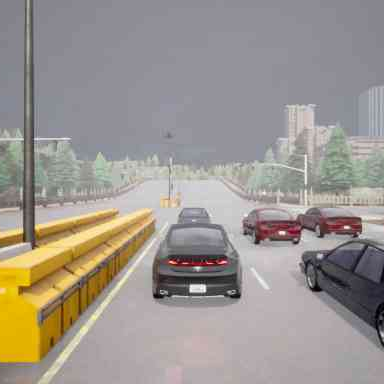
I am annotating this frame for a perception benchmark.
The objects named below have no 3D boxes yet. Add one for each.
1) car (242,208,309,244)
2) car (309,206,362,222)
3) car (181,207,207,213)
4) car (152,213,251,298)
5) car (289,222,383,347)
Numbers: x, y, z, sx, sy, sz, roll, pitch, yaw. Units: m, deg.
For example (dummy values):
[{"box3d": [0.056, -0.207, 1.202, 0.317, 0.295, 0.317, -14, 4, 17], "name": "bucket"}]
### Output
[{"box3d": [3.598, 1.478, 15.729, 1.882, 1.535, 5.008, 0, 0, 0], "name": "car"}, {"box3d": [7.097, 1.478, 17.716, 1.882, 1.535, 5.008, 0, 0, 0], "name": "car"}, {"box3d": [0.097, 1.547, 18.192, 2.033, 1.411, 5.357, 0, 0, 0], "name": "car"}, {"box3d": [0.101, 1.505, 8.461, 1.837, 1.490, 4.892, 0, 0, 0], "name": "car"}, {"box3d": [3.594, 1.547, 5.904, 2.033, 1.411, 5.357, 0, 0, 0], "name": "car"}]
